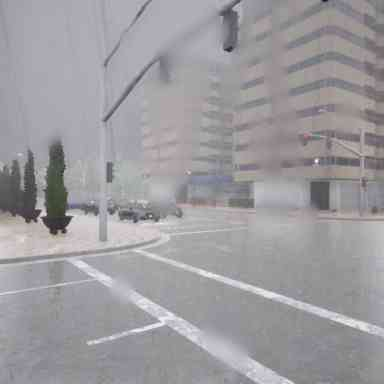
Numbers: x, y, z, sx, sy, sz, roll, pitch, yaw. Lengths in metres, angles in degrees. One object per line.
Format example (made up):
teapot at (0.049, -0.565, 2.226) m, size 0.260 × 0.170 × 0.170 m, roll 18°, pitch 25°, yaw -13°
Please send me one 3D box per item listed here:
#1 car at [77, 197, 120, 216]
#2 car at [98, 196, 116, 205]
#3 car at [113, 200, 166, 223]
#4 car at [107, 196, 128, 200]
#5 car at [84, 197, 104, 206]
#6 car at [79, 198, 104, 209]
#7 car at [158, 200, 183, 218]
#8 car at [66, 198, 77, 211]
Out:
car at (-9.443, 1.546, 33.356) m, size 2.033 × 1.411 × 5.357 m, roll 0°, pitch 0°, yaw -35°
car at (-15.576, 1.524, 60.799) m, size 1.812 × 1.442 × 4.674 m, roll 0°, pitch 0°, yaw -35°
car at (-4.147, 1.563, 25.781) m, size 1.994 × 1.385 × 4.181 m, roll 0°, pitch 0°, yaw -35°
car at (-7.928, 1.490, 37.302) m, size 2.128 × 1.511 × 4.902 m, roll 0°, pitch 0°, yaw -35°
car at (-16.427, 1.562, 55.910) m, size 1.994 × 1.385 × 4.181 m, roll 0°, pitch 0°, yaw -35°
car at (-13.888, 1.562, 45.836) m, size 1.994 × 1.385 × 4.181 m, roll 0°, pitch 0°, yaw -35°
car at (-2.625, 1.504, 29.714) m, size 1.837 × 1.490 × 4.892 m, roll 0°, pitch 0°, yaw -35°
car at (-15.208, 1.477, 41.617) m, size 1.882 × 1.535 × 5.008 m, roll 0°, pitch 0°, yaw -35°
